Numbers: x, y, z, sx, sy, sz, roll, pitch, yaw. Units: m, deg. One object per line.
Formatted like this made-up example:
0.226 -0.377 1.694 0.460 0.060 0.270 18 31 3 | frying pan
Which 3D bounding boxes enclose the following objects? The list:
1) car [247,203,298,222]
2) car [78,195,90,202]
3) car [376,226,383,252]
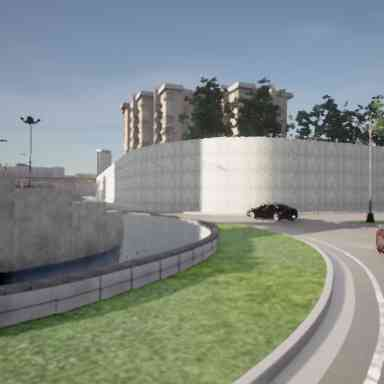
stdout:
6.894 1.739 28.987 1.837 1.490 4.892 2 -1 -34 | car
-19.244 1.803 58.901 1.837 1.490 4.892 0 0 -21 | car
7.560 1.643 11.393 1.812 1.442 4.674 0 0 22 | car
